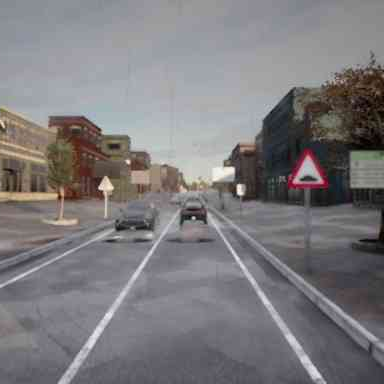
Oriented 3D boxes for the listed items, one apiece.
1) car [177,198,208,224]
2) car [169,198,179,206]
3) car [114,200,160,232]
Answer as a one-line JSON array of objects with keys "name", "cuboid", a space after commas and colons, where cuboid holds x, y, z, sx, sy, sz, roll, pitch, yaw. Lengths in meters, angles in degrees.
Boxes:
[{"name": "car", "cuboid": [0.104, 1.414, 23.855, 1.837, 1.490, 4.892, 0, 0, 0]}, {"name": "car", "cuboid": [-3.024, 1.734, 60.253, 1.812, 1.442, 4.674, 0, -1, 1]}, {"name": "car", "cuboid": [-3.093, 1.278, 19.544, 2.097, 1.767, 4.553, 0, 0, 0]}]
